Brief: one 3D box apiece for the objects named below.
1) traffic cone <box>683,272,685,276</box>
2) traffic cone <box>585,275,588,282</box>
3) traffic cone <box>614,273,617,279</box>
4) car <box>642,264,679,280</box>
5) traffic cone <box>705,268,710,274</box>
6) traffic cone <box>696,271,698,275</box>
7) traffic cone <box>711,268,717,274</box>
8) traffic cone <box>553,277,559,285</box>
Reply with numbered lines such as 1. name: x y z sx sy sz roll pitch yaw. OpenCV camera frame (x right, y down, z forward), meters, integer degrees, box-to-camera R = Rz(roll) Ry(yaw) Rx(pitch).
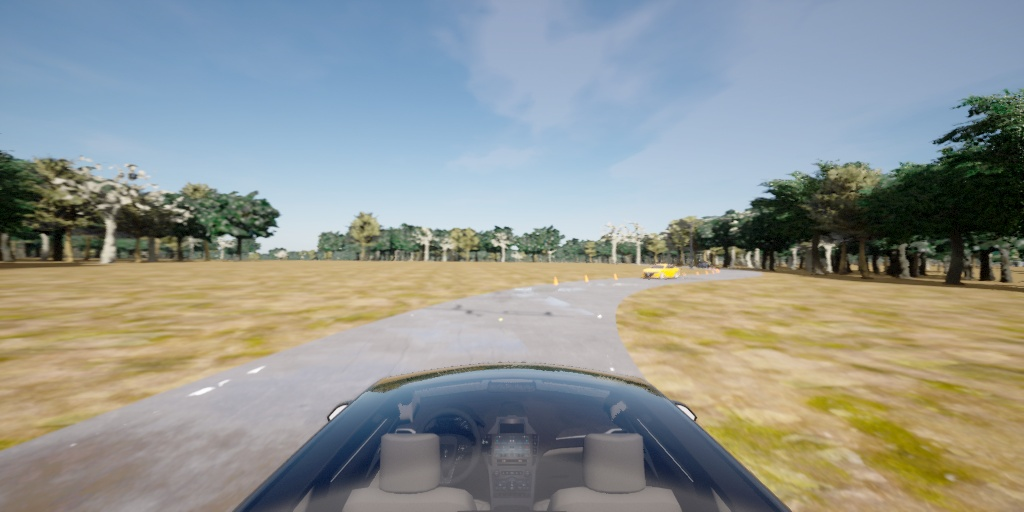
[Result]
1. traffic cone: 21.268 2.182 44.287 0.340 0.580 0.340 0 0 -44
2. traffic cone: 6.339 1.878 30.579 0.340 0.580 0.340 0 0 40
3. traffic cone: 9.944 1.950 34.470 0.340 0.580 0.340 0 0 -44
4. car: 14.888 1.536 35.824 5.008 1.535 1.882 1 -1 -41
5. traffic cone: 27.890 2.341 51.392 0.340 0.580 0.340 0 0 40
6. traffic cone: 24.672 2.262 47.753 0.340 0.580 0.340 0 0 43
7. traffic cone: 30.916 2.420 55.193 0.340 0.580 0.340 0 0 37
8. traffic cone: 3.201 1.813 26.301 0.340 0.580 0.340 0 0 33
